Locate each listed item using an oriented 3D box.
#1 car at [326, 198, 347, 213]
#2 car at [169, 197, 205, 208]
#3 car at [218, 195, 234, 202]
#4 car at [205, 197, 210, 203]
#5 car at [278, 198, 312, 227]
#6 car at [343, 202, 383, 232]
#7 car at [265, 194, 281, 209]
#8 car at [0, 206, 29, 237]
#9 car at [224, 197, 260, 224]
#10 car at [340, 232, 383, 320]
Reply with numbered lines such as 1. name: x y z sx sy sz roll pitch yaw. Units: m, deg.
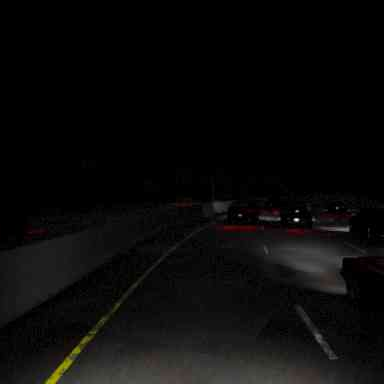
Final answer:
1. car: 15.218 1.390 34.799 1.812 1.442 4.674 0 0 24
2. car: -0.671 1.331 33.491 1.882 1.535 5.008 0 0 21
3. car: 6.035 1.301 56.417 1.882 1.535 5.008 0 0 27
4. car: 1.282 1.419 54.707 1.895 1.301 4.718 0 0 27
5. car: 6.887 1.403 22.225 1.837 1.490 4.892 0 0 15
6. car: 8.942 1.434 15.860 1.837 1.490 4.892 0 0 11
7. car: 10.201 1.341 40.526 2.128 1.511 4.902 0 0 25
8. car: -9.218 1.412 14.534 1.837 1.490 4.892 0 0 9
9. car: 3.787 1.366 24.046 1.882 1.535 5.008 0 0 15
10. car: 3.878 1.582 4.784 1.895 1.301 4.718 0 0 4
